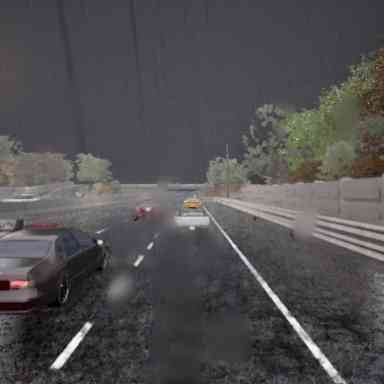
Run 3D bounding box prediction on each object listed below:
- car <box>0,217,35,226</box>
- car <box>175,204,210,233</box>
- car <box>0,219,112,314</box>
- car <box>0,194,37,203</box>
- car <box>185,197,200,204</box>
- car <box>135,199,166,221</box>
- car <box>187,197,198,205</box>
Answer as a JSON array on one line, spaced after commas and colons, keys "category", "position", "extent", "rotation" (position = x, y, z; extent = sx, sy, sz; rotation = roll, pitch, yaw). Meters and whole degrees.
[{"category": "car", "position": [-6.892, 1.608, 12.985], "extent": [1.895, 1.301, 4.718], "rotation": [0, 0, 0]}, {"category": "car", "position": [0.011, 1.616, 19.908], "extent": [1.895, 1.301, 4.718], "rotation": [0, 0, 0]}, {"category": "car", "position": [-3.394, 1.551, 7.885], "extent": [2.033, 1.411, 5.357], "rotation": [0, 0, 0]}, {"category": "car", "position": [-21.047, 1.284, 40.578], "extent": [2.150, 2.045, 5.566], "rotation": [0, -1, 0]}, {"category": "car", "position": [0.026, 1.547, 43.910], "extent": [1.882, 1.535, 5.008], "rotation": [0, 0, 0]}, {"category": "car", "position": [-3.384, 1.381, 27.717], "extent": [2.097, 1.767, 4.553], "rotation": [0, 0, 0]}, {"category": "car", "position": [0.052, 1.694, 64.521], "extent": [1.994, 1.385, 4.181], "rotation": [0, 0, 0]}]
